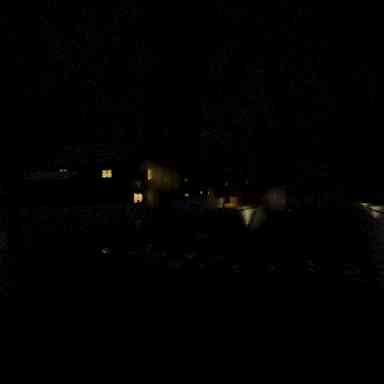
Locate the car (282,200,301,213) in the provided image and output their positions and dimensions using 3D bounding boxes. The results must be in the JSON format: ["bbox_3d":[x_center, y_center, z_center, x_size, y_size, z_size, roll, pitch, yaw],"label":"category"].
[{"bbox_3d":[11.399,1.587,37.840,2.033,1.411,5.357,0,0,21],"label":"car"}]
